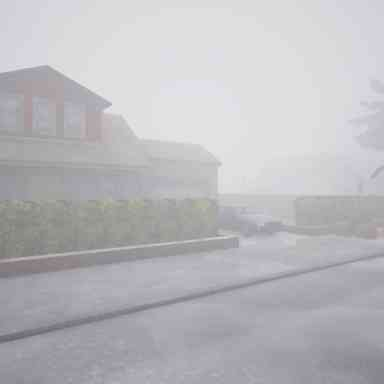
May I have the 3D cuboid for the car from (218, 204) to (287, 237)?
[{"bbox_3d":[2.260,1.356,16.995,2.033,1.415,5.357,0,0,-33],"label":"car"}]
